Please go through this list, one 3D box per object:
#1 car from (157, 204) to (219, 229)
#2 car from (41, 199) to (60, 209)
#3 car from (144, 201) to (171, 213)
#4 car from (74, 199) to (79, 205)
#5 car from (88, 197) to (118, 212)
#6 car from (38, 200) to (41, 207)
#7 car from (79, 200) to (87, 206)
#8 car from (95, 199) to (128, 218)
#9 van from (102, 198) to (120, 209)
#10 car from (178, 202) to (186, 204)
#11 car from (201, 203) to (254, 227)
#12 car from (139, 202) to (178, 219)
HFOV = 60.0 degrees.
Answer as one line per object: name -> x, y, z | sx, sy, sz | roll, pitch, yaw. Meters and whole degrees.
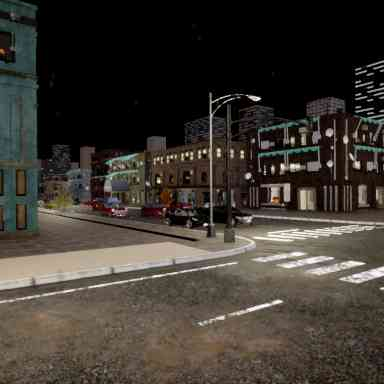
car -> -0.364, 1.815, 23.789 | 1.947, 1.339, 4.313 | -1, 0, -35
car -> -24.185, 2.233, 57.628 | 1.752, 1.417, 4.829 | -1, 0, -35
car -> -4.646, 1.966, 44.545 | 1.802, 1.307, 4.206 | -1, 0, -35
car -> -27.043, 2.364, 76.164 | 1.947, 1.339, 4.313 | -1, 0, -35
car -> -11.798, 1.841, 44.671 | 2.097, 1.767, 4.553 | -1, 0, -35
car -> -30.682, 2.376, 66.802 | 2.008, 1.369, 4.403 | -1, 0, -35
car -> -20.645, 2.228, 67.129 | 1.887, 1.381, 4.507 | -1, 0, -35
car -> -8.289, 1.846, 35.183 | 1.967, 1.590, 4.097 | -1, 0, -35
van -> -14.251, 1.907, 58.096 | 1.690, 1.788, 3.998 | -1, 0, -35
car -> -1.448, 1.904, 40.029 | 1.802, 1.307, 4.206 | -2, 0, -35
car -> 2.464, 1.735, 24.511 | 1.812, 1.442, 4.674 | -1, 0, -37
car -> -3.607, 1.894, 33.086 | 1.994, 1.385, 4.181 | -1, 0, -35
